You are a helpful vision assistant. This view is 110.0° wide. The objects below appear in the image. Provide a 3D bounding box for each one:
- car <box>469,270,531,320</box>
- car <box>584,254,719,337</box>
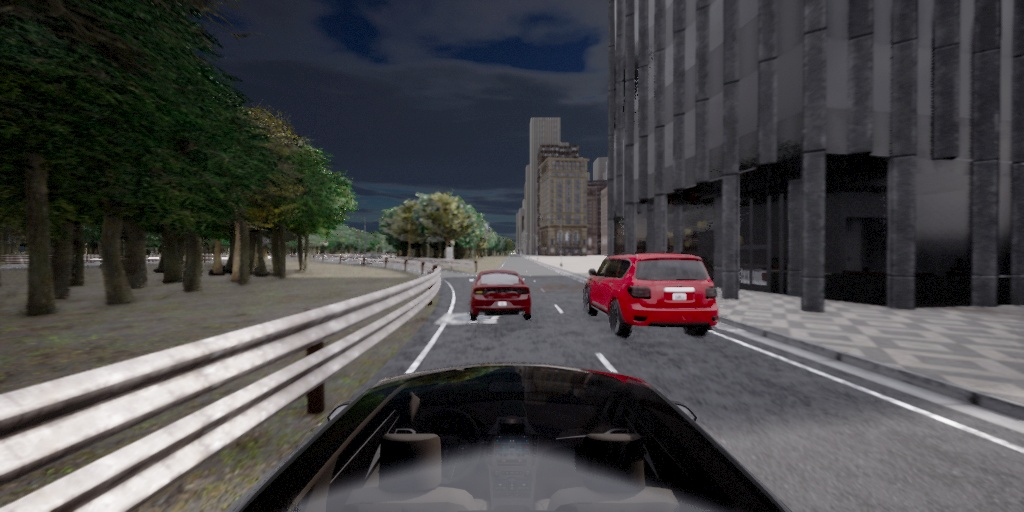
[{"bbox_3d":[-0.504,1.222,12.774,1.882,1.535,5.008,0,0,-5],"label":"car"},{"bbox_3d":[3.608,0.967,10.399,2.150,2.045,5.566,0,0,0],"label":"car"}]
